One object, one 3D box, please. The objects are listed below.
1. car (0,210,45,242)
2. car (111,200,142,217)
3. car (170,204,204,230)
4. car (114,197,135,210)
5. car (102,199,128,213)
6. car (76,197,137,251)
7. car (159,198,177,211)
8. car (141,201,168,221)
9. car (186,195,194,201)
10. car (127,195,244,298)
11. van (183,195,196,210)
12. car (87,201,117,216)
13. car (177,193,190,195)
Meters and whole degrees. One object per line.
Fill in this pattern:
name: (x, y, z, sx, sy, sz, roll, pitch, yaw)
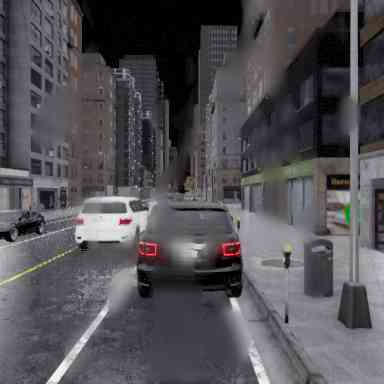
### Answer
car: (-8.813, 1.566, 16.352, 1.947, 1.339, 4.313, 0, 0, 0)
car: (-6.240, 1.548, 32.311, 2.033, 1.411, 5.357, 0, 0, 0)
car: (-0.287, 1.551, 21.888, 2.008, 1.369, 4.403, 0, 0, 0)
car: (-8.813, 1.442, 43.978, 1.967, 1.590, 4.097, 0, 0, 0)
car: (-8.813, 1.567, 38.453, 1.947, 1.339, 4.313, 0, 0, 0)
car: (-3.142, 1.221, 14.258, 2.150, 2.045, 5.566, 0, 0, 0)
car: (-3.055, 1.549, 43.157, 2.033, 1.411, 5.357, 0, 0, 0)
car: (-3.061, 1.527, 28.059, 1.812, 1.442, 4.674, 0, 0, 0)
car: (-0.572, 1.470, 87.873, 1.967, 1.590, 4.097, 0, 0, -1)
car: (-0.039, 1.228, 8.680, 2.150, 2.045, 5.566, 0, 0, 0)
van: (-0.287, 1.343, 43.983, 1.690, 1.788, 3.998, 0, 0, 0)
car: (-8.813, 1.583, 32.928, 1.802, 1.307, 4.206, 0, 0, 0)
car: (-0.287, 1.316, 38.459, 2.192, 1.841, 5.009, 0, 0, 0)
